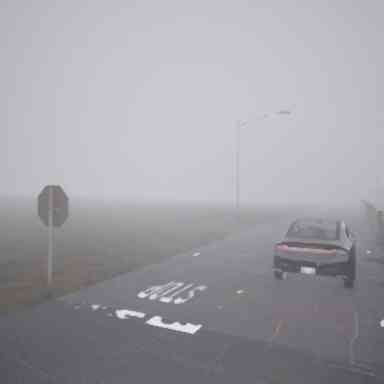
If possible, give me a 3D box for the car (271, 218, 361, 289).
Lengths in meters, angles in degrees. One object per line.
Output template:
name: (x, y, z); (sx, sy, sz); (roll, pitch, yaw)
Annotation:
car: (3.562, 1.481, 9.342); (2.128, 1.511, 4.902); (0, 0, 26)
